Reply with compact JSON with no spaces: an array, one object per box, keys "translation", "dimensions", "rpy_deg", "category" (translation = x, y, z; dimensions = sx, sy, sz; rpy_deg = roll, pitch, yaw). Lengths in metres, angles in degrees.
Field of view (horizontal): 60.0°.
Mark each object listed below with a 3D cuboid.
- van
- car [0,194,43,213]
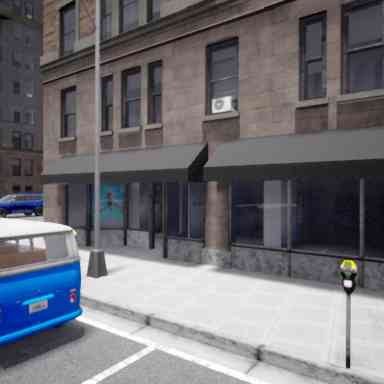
[{"translation":[-3.622,1.338,5.661],"dimensions":[3.998,1.788,1.690],"rpy_deg":[0,0,36],"category":"van"},{"translation":[-15.445,1.202,29.369],"dimensions":[2.150,2.045,5.566],"rpy_deg":[0,0,35],"category":"car"}]
